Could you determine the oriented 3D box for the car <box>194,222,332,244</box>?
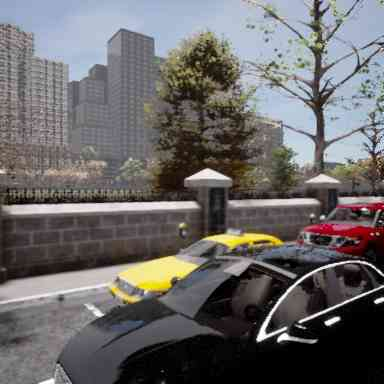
[{"bbox_3d":[0.724,1.512,7.072,4.829,1.417,1.752,0,0,-35],"label":"car"}]

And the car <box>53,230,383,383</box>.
[{"bbox_3d":[0.938,1.497,4.045,4.892,1.490,1.837,0,0,-36],"label":"car"}]

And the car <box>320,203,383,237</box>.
[{"bbox_3d":[5.445,1.285,10.439,5.009,1.841,2.192,0,0,-35],"label":"car"}]
